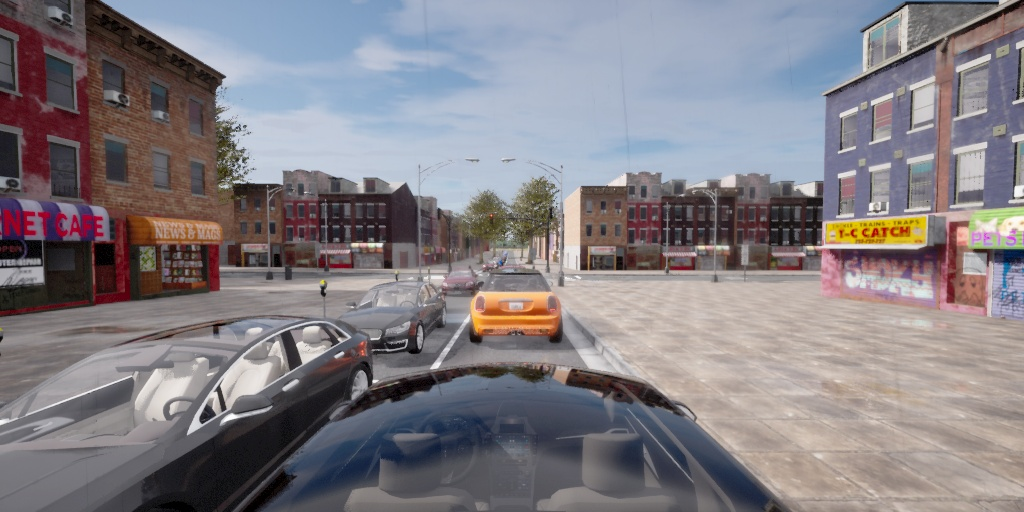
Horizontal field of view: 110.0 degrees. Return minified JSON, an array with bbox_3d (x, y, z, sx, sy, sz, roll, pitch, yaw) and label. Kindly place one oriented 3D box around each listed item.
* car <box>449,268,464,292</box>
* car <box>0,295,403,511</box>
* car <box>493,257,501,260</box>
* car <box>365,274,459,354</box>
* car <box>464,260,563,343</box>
[{"bbox_3d":[-2.677,1.336,19.441,1.802,1.307,4.207,0,0,0],"label":"car"},{"bbox_3d":[-2.643,1.300,3.098,2.007,1.370,4.403,0,0,0],"label":"car"},{"bbox_3d":[-2.733,1.245,46.216,1.967,1.591,4.097,0,0,0],"label":"car"},{"bbox_3d":[-2.654,1.299,8.547,2.007,1.370,4.403,0,0,0],"label":"car"},{"bbox_3d":[0.083,1.101,9.857,2.097,1.767,4.553,0,0,0],"label":"car"}]
